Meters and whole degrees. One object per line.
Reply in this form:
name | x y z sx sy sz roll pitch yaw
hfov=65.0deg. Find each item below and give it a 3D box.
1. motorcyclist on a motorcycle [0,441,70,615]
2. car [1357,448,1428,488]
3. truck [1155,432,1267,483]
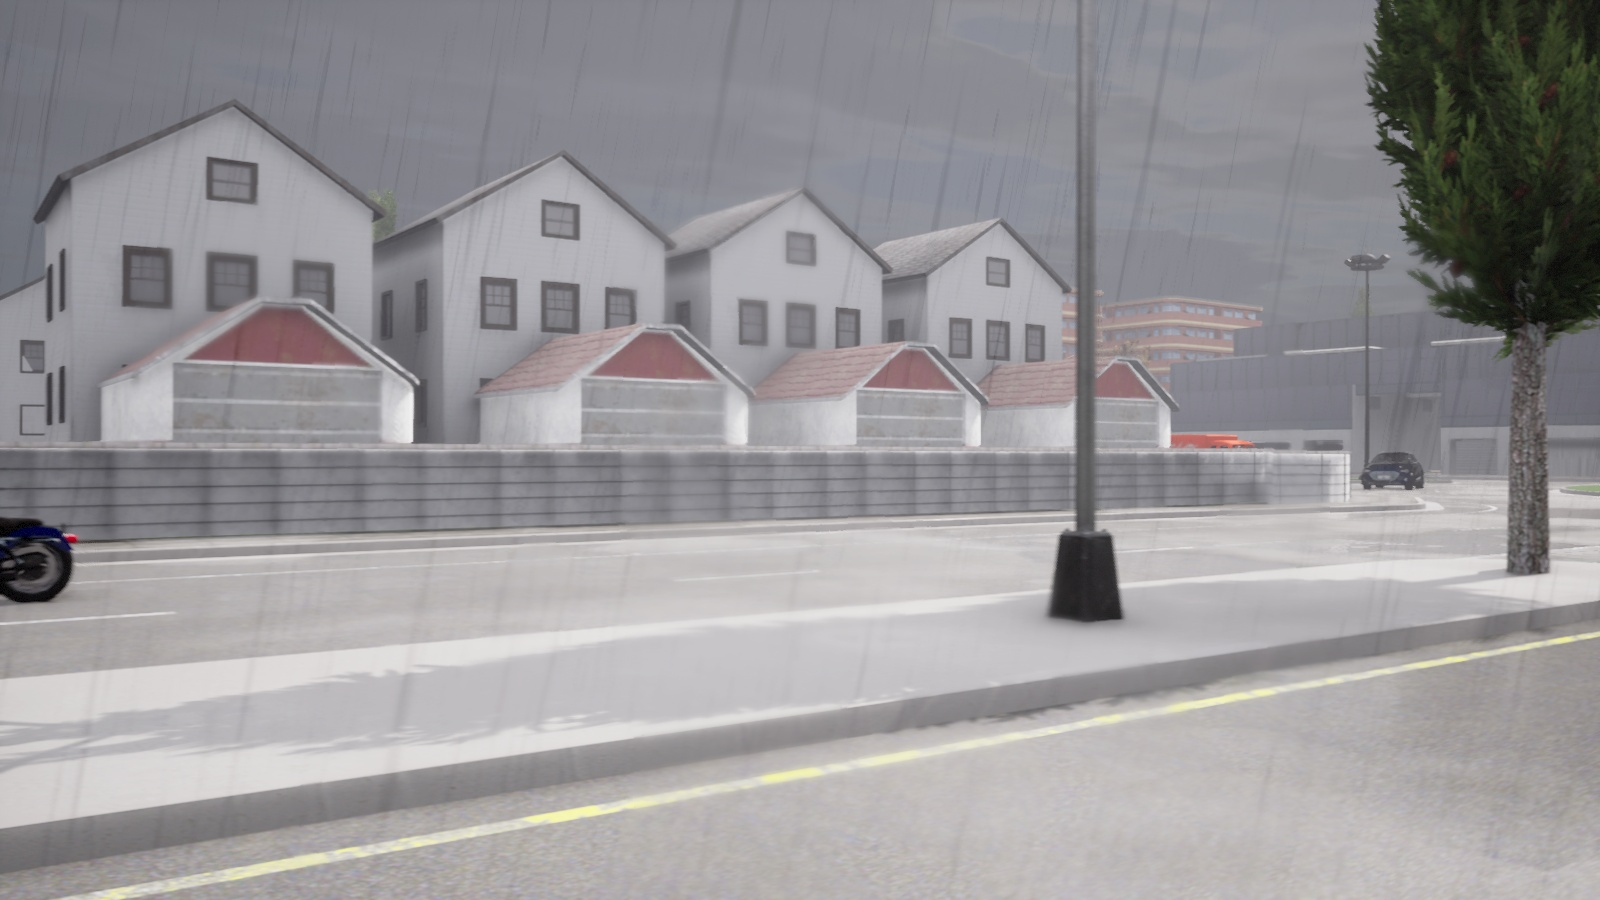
motorcyclist on a motorcycle | -8.307 0.742 11.885 2.350 1.649 0.766 0 0 -35
car | 25.393 0.753 53.759 2.033 1.649 4.856 0 0 34
truck | 21.024 0.352 64.421 2.627 2.467 5.204 0 1 -24
